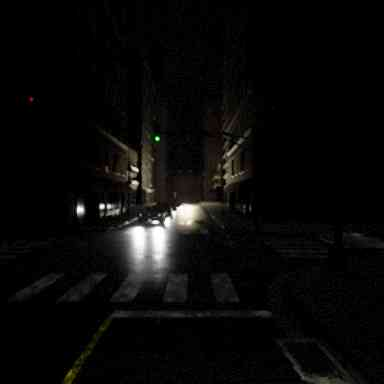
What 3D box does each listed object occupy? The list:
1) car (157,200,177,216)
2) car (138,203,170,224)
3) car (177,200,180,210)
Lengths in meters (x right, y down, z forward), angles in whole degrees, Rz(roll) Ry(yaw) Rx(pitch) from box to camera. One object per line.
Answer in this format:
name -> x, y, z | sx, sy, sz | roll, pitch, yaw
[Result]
car -> -3.082, 1.760, 36.100 | 2.128, 1.511, 4.902 | 0, 0, 0
car -> -3.097, 1.800, 26.831 | 1.895, 1.301, 4.718 | 0, 0, 1
car -> -3.073, 1.868, 45.929 | 1.812, 1.442, 4.674 | 0, 0, 0
